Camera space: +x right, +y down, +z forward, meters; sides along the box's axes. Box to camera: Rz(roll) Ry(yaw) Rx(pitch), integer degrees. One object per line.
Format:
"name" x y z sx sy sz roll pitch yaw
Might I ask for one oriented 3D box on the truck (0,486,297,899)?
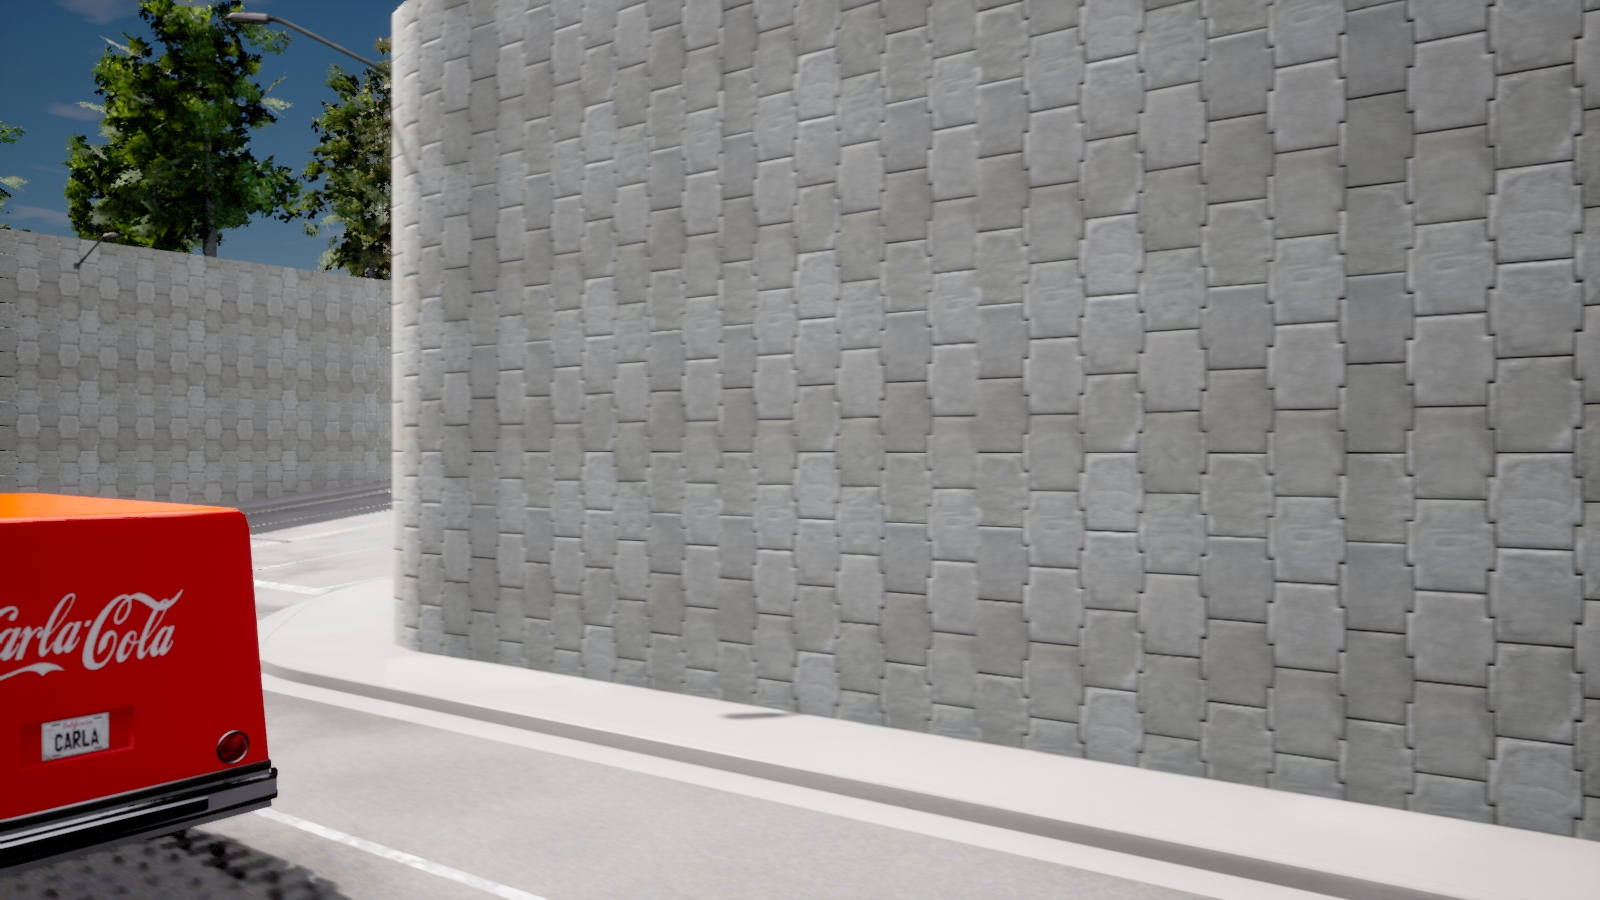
"truck" -6.271 1.568 8.173 5.204 2.467 2.627 0 0 36
